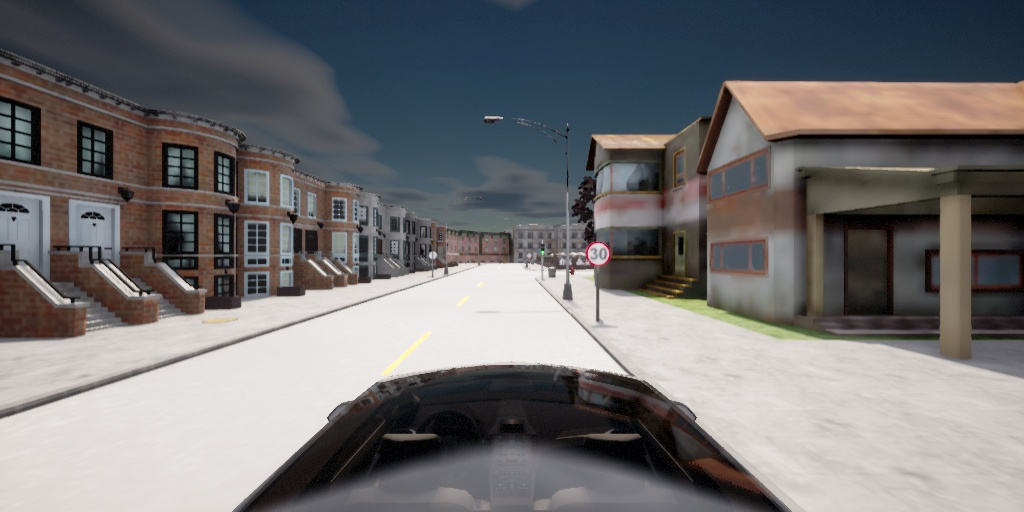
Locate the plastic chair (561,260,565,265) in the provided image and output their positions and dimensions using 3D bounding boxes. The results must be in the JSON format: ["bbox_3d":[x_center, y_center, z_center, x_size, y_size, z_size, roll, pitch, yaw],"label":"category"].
[{"bbox_3d":[8.592,1.262,55.894,0.730,1.272,0.750,0,0,-40],"label":"plastic chair"}]

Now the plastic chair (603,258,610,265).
[{"bbox_3d":[14.263,1.281,52.406,0.730,1.272,0.750,0,0,-40],"label":"plastic chair"}]

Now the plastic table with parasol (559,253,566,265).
[{"bbox_3d":[9.622,0.661,56.638,2.482,2.480,2.482,0,0,-40],"label":"plastic table with parasol"}]

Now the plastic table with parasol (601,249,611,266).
[{"bbox_3d":[15.293,0.665,53.150,2.482,2.480,2.482,0,0,-40],"label":"plastic table with parasol"}]

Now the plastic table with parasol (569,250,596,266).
[{"bbox_3d":[10.064,0.696,52.149,2.482,2.480,2.482,0,0,-40],"label":"plastic table with parasol"}]

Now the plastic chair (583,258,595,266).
[{"bbox_3d":[10.966,1.300,51.175,0.750,1.272,0.730,0,0,-35],"label":"plastic chair"}]

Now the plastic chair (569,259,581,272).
[{"bbox_3d":[9.033,1.300,51.404,0.730,1.272,0.750,0,0,-40],"label":"plastic chair"}]
